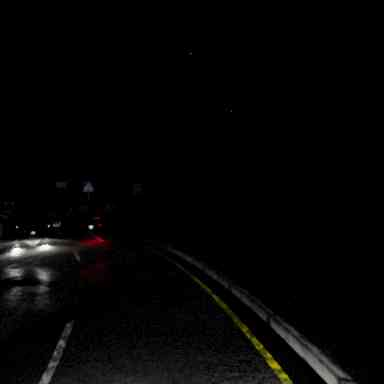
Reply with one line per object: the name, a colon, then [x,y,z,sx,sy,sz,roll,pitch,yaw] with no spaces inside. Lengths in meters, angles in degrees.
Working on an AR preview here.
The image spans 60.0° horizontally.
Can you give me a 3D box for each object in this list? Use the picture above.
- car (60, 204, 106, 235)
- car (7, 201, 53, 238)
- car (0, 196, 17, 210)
car: [-6.224,1.444,18.842,1.837,1.490,4.892,0,2,-29]
car: [-8.724,1.490,18.008,2.033,1.411,5.357,0,1,-28]
car: [-19.432,1.100,33.435,5.357,1.411,2.033,1,0,32]
